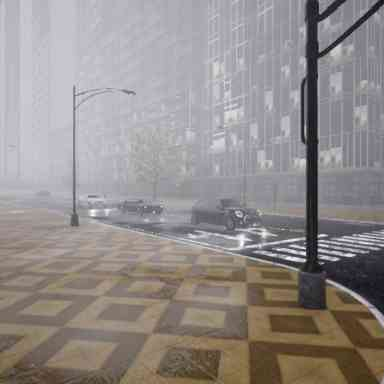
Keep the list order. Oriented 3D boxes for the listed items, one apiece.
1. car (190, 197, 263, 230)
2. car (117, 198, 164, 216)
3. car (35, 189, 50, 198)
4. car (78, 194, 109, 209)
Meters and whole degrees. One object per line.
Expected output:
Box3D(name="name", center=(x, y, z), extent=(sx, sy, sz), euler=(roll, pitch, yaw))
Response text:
Box3D(name="car", center=(1.906, 1.104, 19.216), extent=(2.097, 1.767, 4.553), euler=(0, 1, -38))
Box3D(name="car", center=(-4.254, 1.171, 27.019), extent=(1.895, 1.301, 4.718), euler=(0, 1, -38))
Box3D(name="car", center=(-28.602, 0.236, 63.592), extent=(1.882, 1.535, 5.008), euler=(0, 1, -38))
Box3D(name="car", center=(-10.501, 0.910, 34.966), extent=(1.812, 1.442, 4.674), euler=(0, 1, -38))
